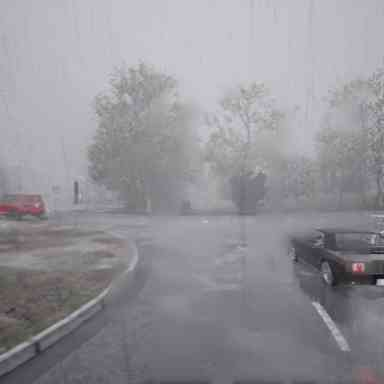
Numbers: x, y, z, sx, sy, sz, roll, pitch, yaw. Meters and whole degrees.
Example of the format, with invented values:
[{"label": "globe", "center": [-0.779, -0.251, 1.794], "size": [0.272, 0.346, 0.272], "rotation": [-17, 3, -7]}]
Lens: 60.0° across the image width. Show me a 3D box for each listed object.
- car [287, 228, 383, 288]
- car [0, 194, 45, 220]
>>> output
[{"label": "car", "center": [4.167, 1.666, 9.392], "size": [1.895, 1.301, 4.718], "rotation": [1, 0, 0]}, {"label": "car", "center": [-14.715, 1.178, 27.520], "size": [5.566, 2.045, 2.150], "rotation": [0, 0, 24]}]
